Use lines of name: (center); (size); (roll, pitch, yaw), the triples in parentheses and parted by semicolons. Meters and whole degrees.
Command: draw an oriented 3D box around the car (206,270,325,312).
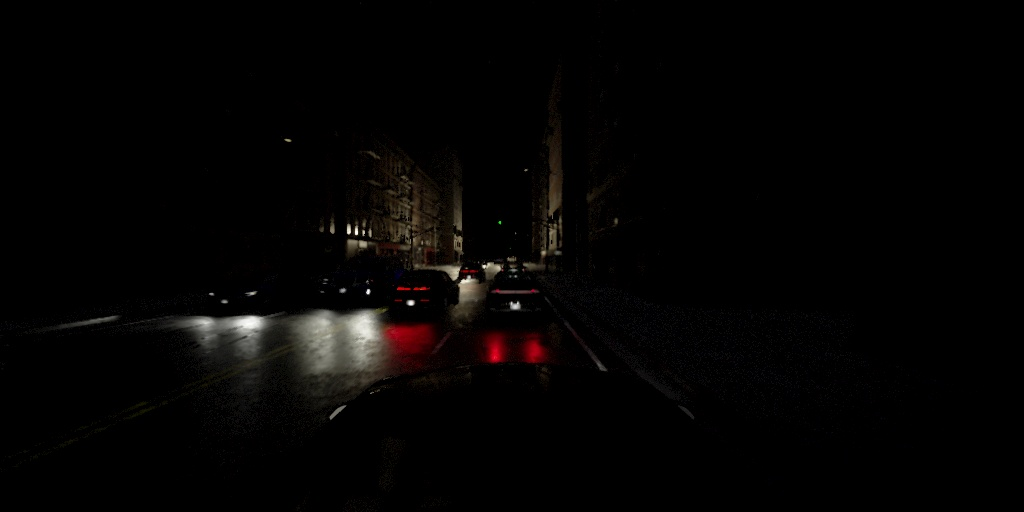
car: (-9.845, 1.301, 14.609); (1.812, 1.442, 4.674); (0, 0, 0)

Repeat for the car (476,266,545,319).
car: (0.100, 1.263, 12.832); (2.128, 1.511, 4.902); (0, 0, 0)

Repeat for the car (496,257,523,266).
car: (0.099, 1.153, 28.034); (2.097, 1.767, 4.553); (0, 0, 0)

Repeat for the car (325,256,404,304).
car: (-6.598, 1.003, 16.757); (2.150, 2.045, 5.566); (0, 0, 0)

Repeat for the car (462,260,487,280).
car: (-3.151, 1.306, 28.692); (1.837, 1.490, 4.892); (0, 0, 0)

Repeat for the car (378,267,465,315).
car: (-3.150, 1.273, 13.599); (1.837, 1.490, 4.892); (0, -2, 0)
